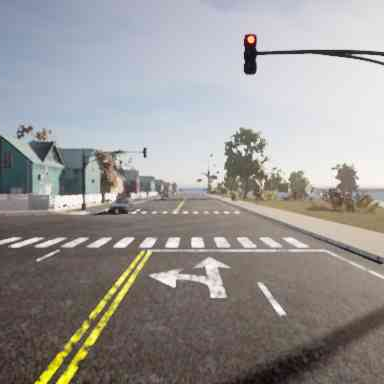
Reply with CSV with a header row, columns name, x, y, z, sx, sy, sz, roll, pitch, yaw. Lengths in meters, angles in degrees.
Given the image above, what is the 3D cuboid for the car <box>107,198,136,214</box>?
name,x,y,z,sx,sy,sz,roll,pitch,yaw
car,-6.513,1.312,31.520,2.033,1.411,5.357,0,1,0

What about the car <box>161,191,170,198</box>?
name,x,y,z,sx,sy,sz,roll,pitch,yaw
car,-6.519,0.661,81.560,2.097,1.767,4.553,0,0,0
